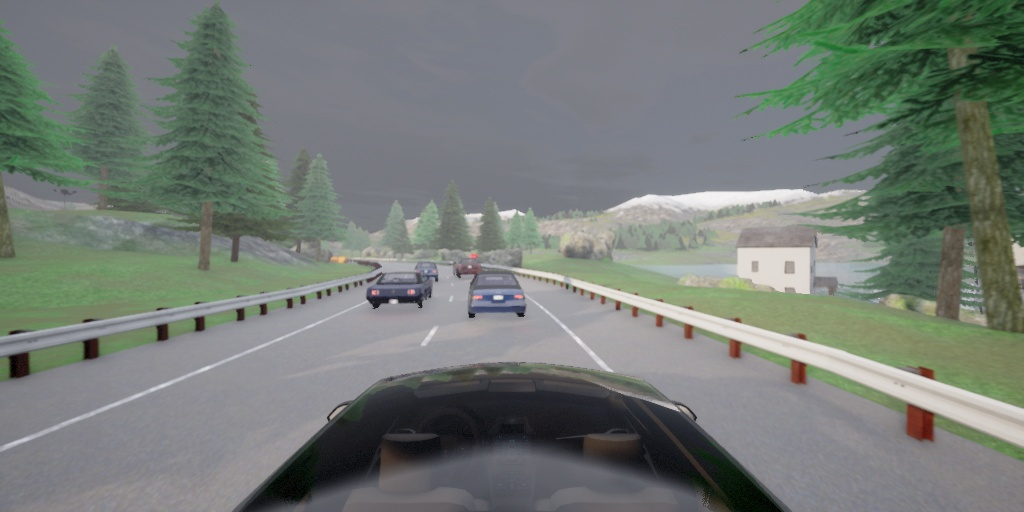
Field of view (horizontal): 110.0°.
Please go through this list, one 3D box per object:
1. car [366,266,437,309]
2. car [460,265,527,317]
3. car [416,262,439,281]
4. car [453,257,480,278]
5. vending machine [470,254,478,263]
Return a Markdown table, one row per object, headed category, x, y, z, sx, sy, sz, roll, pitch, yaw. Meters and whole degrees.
| category | x | y | z | sx | sy | sz | roll | pitch | yaw |
| --- | --- | --- | --- | --- | --- | --- | --- | --- | --- |
| car | -4.337 | 1.274 | 14.594 | 1.895 | 1.301 | 4.718 | 0 | 0 | -7 |
| car | -0.627 | 1.227 | 12.795 | 2.033 | 1.411 | 5.357 | 0 | 0 | -5 |
| car | -6.599 | 1.140 | 27.595 | 2.033 | 1.411 | 5.357 | 0 | 0 | -13 |
| car | -4.000 | 0.914 | 31.556 | 2.097 | 1.767 | 4.553 | 0 | 0 | -14 |
| vending machine | -5.341 | 0.638 | 50.728 | 1.100 | 2.100 | 0.880 | 0 | 0 | -23 |
